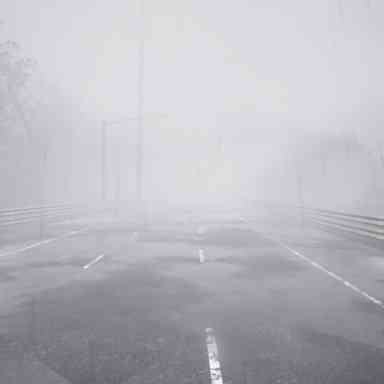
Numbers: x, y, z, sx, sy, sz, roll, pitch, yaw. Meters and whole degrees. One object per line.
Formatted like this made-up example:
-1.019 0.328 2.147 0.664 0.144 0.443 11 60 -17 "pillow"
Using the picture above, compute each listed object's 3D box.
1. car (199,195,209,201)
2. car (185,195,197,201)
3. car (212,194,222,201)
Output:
2.872 1.675 85.870 1.895 1.301 4.718 0 0 6 "car"
-0.657 1.620 85.767 2.033 1.411 5.357 0 0 6 "car"
6.431 1.436 86.264 2.097 1.767 4.553 0 0 6 "car"
